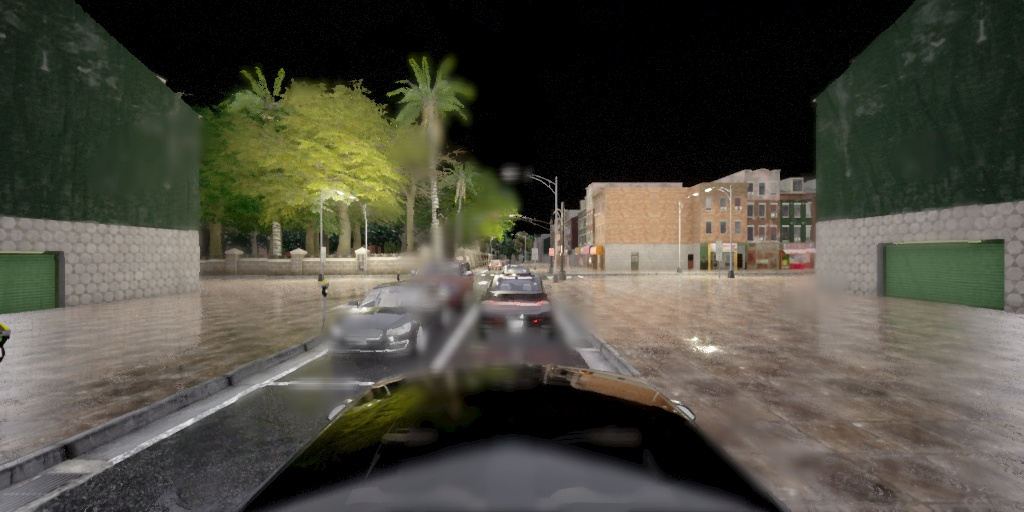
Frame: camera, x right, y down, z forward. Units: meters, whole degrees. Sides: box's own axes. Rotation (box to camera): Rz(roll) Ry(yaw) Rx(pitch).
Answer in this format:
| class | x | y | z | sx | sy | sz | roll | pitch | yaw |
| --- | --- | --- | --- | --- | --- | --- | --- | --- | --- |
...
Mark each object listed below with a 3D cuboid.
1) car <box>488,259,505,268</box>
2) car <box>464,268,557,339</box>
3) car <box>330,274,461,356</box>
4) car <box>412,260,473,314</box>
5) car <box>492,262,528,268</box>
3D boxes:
| class | x | y | z | sx | sy | sz | roll | pitch | yaw |
| --- | --- | --- | --- | --- | --- | --- | --- | --- | --- |
| car | -2.420 | 1.295 | 52.125 | 1.967 | 1.591 | 4.097 | 0 | 0 | 0 |
| car | 0.130 | 1.243 | 10.017 | 2.128 | 1.511 | 4.902 | 0 | 0 | 0 |
| car | -2.611 | 1.301 | 8.516 | 2.007 | 1.370 | 4.403 | 0 | 0 | 0 |
| car | -2.587 | 1.069 | 13.979 | 2.192 | 1.841 | 5.009 | 0 | 0 | 0 |
| car | 0.179 | 1.252 | 19.406 | 2.128 | 1.511 | 4.902 | 0 | 0 | -2 |
